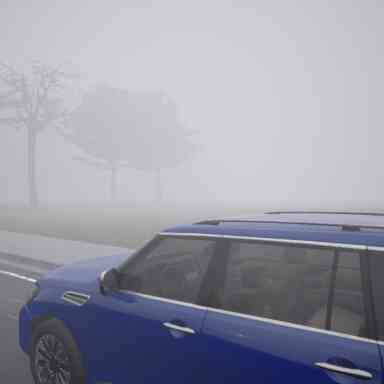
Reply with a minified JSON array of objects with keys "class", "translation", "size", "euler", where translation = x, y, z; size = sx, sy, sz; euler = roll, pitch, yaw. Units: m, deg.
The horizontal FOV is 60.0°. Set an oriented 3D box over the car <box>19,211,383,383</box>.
[{"class":"car","translation":[0.588,1.221,3.273],"size":[5.566,2.045,2.150],"euler":[0,0,35]}]
